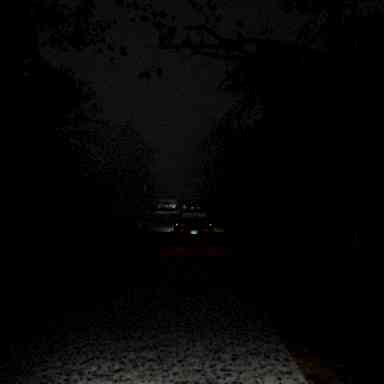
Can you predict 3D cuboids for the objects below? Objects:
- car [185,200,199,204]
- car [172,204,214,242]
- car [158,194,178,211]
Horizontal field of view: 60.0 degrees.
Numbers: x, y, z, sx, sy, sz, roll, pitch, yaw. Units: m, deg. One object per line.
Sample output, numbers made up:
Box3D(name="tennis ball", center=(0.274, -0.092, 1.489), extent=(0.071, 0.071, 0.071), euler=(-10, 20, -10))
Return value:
Box3D(name="car", center=(0.016, 1.570, 34.058), extent=(2.033, 1.411, 5.357), euler=(0, 0, 0))
Box3D(name="car", center=(0.078, 1.528, 16.343), extent=(1.812, 1.442, 4.674), euler=(0, 0, 0))
Box3D(name="car", center=(-2.966, 1.284, 41.237), extent=(2.150, 2.045, 5.566), euler=(0, 0, 0))
